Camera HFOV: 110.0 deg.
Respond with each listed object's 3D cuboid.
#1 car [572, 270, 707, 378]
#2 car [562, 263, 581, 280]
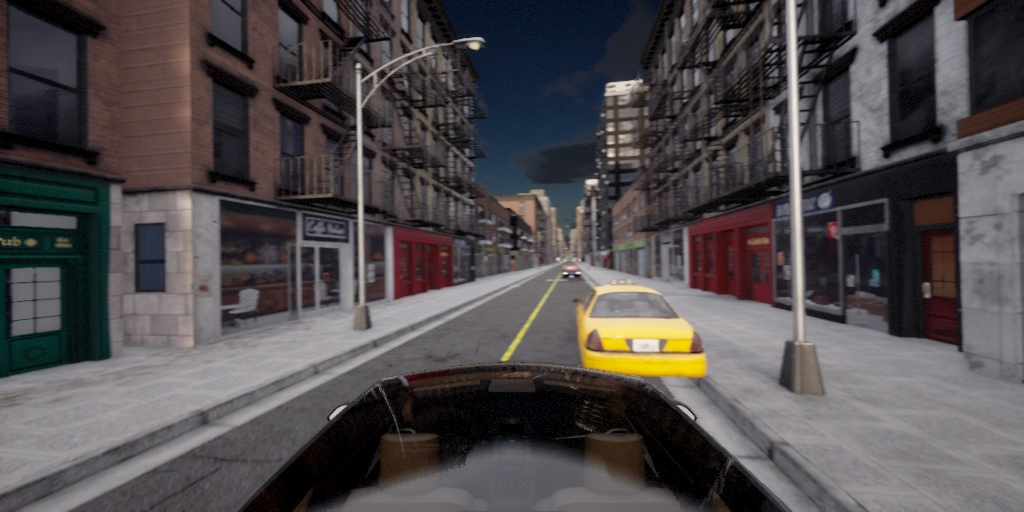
[{"bbox_3d":[2.258,1.235,7.486,1.801,1.575,5.366,-1,-1,9],"label":"car"},{"bbox_3d":[6.049,1.688,36.336,1.895,1.301,4.718,-1,-1,9],"label":"car"}]
